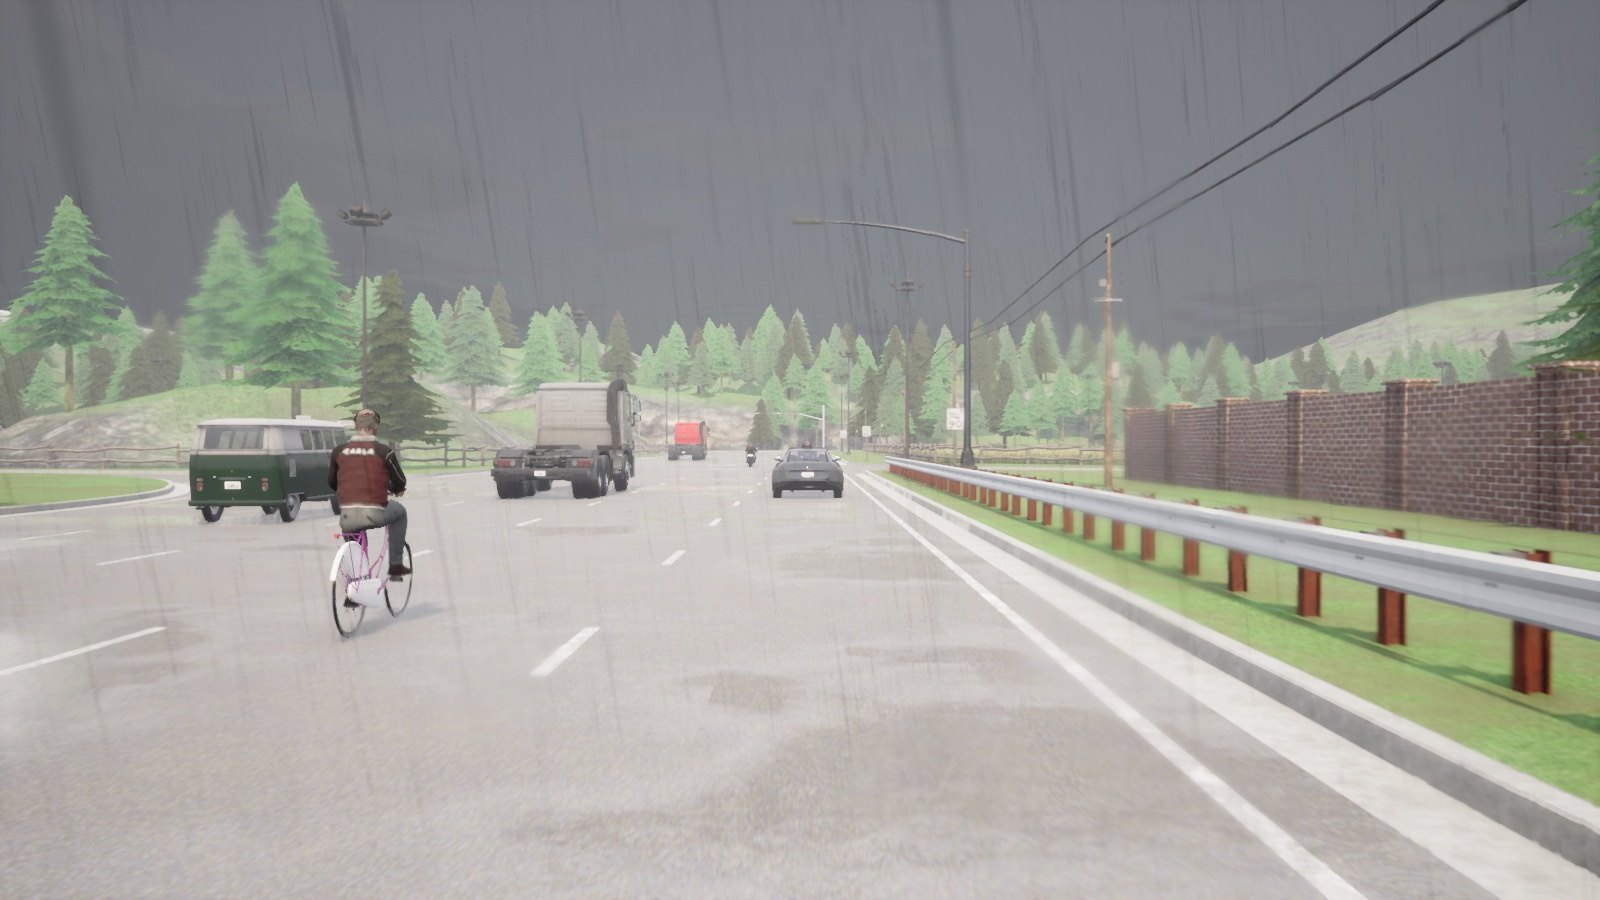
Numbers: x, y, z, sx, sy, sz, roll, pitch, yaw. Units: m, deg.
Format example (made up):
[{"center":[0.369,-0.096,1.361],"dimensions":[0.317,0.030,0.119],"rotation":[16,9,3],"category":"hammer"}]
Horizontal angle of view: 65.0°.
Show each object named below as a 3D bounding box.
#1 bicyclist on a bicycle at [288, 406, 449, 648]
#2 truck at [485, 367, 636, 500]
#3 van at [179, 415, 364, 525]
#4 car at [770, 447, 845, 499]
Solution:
[{"center":[-3.427,0.557,10.149],"dimensions":[0.659,1.776,1.843],"rotation":[0,1,0],"category":"bicyclist on a bicycle"},{"center":[-6.776,-0.448,36.794],"dimensions":[2.891,3.462,7.936],"rotation":[0,0,0],"category":"truck"},{"center":[-10.344,0.350,24.969],"dimensions":[1.775,1.987,4.442],"rotation":[0,0,0],"category":"van"},{"center":[0.217,0.609,35.664],"dimensions":[1.994,1.385,4.181],"rotation":[0,0,0],"category":"car"}]
